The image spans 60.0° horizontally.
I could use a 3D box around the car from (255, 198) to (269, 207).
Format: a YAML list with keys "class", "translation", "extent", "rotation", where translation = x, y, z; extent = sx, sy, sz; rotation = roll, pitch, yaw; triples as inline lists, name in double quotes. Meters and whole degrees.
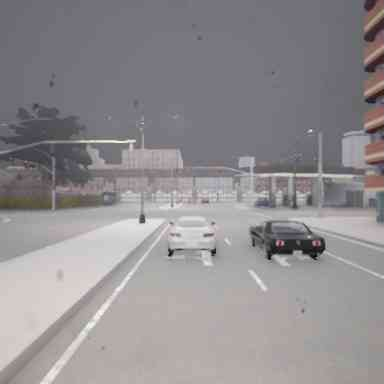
- class: "car"
  translation: [13.198, 1.996, 62.496]
  extent: [2.242, 1.667, 4.611]
  rotation: [0, -1, 0]

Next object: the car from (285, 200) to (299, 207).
- class: "car"
  translation: [18.942, 2.166, 63.258]
  extent: [1.970, 1.475, 3.806]
  rotation: [0, -1, 0]

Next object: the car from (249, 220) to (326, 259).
- class: "car"
  translation: [3.511, 1.751, 13.226]
  extent: [1.895, 1.301, 4.718]
  rotation: [0, -1, 0]

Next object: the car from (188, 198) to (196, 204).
- class: "car"
  translation: [-0.017, 2.321, 87.137]
  extent: [2.097, 1.767, 4.553]
  rotation: [0, -1, 0]

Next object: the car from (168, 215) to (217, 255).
- class: "car"
  translation: [0.018, 1.682, 13.878]
  extent: [1.812, 1.442, 4.674]
  rotation: [0, 0, 0]

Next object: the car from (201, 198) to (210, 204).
- class: "car"
  translation: [3.483, 2.321, 87.138]
  extent: [2.097, 1.767, 4.553]
  rotation: [0, -1, 0]
